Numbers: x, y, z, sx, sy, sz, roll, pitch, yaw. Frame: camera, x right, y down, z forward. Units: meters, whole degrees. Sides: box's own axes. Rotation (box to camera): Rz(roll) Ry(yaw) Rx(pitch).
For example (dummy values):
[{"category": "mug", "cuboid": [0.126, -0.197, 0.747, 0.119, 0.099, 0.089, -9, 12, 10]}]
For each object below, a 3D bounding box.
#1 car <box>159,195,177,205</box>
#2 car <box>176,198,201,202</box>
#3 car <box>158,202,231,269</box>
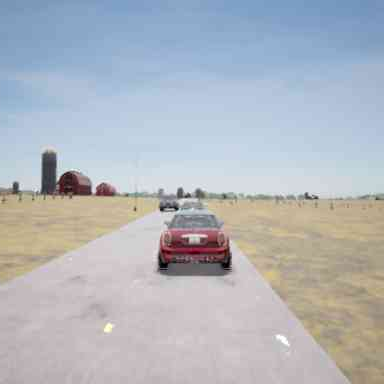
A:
[{"category": "car", "cuboid": [-2.847, 1.364, 41.814, 2.150, 2.045, 5.566, 0, 0, 0]}, {"category": "car", "cuboid": [0.077, 1.435, 26.613, 2.097, 1.767, 4.553, 0, 0, 0]}, {"category": "car", "cuboid": [0.079, 1.379, 11.416, 2.097, 1.767, 4.553, 0, 0, 0]}]
